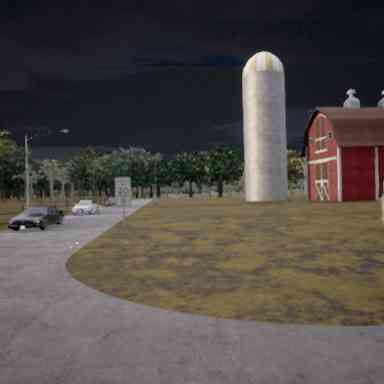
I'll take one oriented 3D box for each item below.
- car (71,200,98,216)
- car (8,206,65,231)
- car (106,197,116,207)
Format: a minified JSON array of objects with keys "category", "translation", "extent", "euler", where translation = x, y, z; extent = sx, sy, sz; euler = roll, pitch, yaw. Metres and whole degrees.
[{"category":"car","translation":[-10.789,1.562,33.841],"extent":[1.812,1.442,4.674],"euler":[-2,0,-5]},{"category":"car","translation":[-9.768,1.604,21.401],"extent":[2.033,1.411,5.357],"euler":[-2,0,-5]},{"category":"car","translation":[-12.152,1.595,51.562],"extent":[1.837,1.490,4.892],"euler":[-2,0,-5]}]
